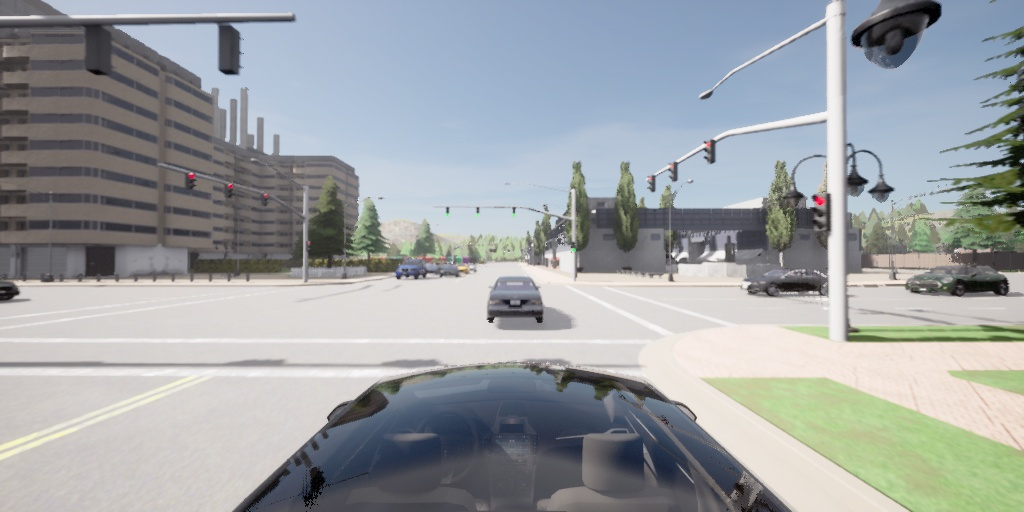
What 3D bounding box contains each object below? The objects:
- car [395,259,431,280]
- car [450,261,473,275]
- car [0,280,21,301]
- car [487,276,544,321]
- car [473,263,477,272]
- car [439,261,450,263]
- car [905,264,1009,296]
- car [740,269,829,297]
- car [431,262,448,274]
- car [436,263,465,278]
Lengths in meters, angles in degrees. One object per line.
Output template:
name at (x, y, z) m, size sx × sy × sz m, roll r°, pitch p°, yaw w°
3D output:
car at (-10.590, 1.384, 38.181) m, size 2.150 × 2.045 × 5.566 m, roll 0°, pitch -1°, yaw 0°
car at (-7.075, 1.782, 50.660) m, size 1.882 × 1.535 × 5.008 m, roll 0°, pitch -1°, yaw 0°
car at (-26.160, 1.424, 16.710) m, size 4.892 × 1.490 × 1.837 m, roll 0°, pitch -1°, yaw 0°
car at (0.098, 1.425, 12.941) m, size 2.033 × 1.411 × 5.357 m, roll 0°, pitch -1°, yaw 0°
car at (-7.015, 1.943, 60.639) m, size 1.812 × 1.442 × 4.674 m, roll 0°, pitch -1°, yaw 0°
car at (-10.528, 1.948, 59.125) m, size 2.033 × 1.411 × 5.357 m, roll 0°, pitch -1°, yaw 1°
car at (25.435, 1.316, 20.595) m, size 4.553 × 1.767 × 2.097 m, roll 0°, pitch -1°, yaw -8°
car at (15.454, 1.450, 20.084) m, size 4.902 × 1.511 × 2.128 m, roll 0°, pitch -1°, yaw -1°
car at (-10.589, 1.827, 48.490) m, size 2.033 × 1.411 × 5.357 m, roll 0°, pitch -1°, yaw 0°
car at (-7.081, 1.765, 41.571) m, size 1.994 × 1.385 × 4.181 m, roll 0°, pitch -1°, yaw 0°
